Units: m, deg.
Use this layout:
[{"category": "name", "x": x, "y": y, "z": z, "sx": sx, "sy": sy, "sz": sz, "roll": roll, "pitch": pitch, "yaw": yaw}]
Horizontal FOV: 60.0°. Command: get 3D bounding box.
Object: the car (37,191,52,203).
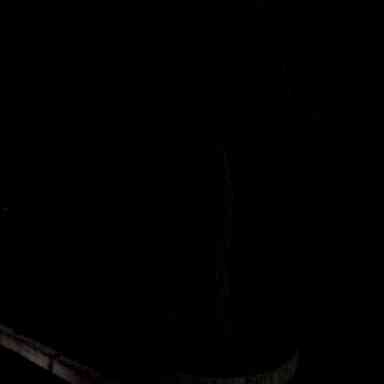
[{"category": "car", "x": -18.546, "y": 0.922, "z": 43.167, "sx": 2.150, "sy": 2.045, "sz": 5.566, "roll": 1, "pitch": 0, "yaw": 32}]
